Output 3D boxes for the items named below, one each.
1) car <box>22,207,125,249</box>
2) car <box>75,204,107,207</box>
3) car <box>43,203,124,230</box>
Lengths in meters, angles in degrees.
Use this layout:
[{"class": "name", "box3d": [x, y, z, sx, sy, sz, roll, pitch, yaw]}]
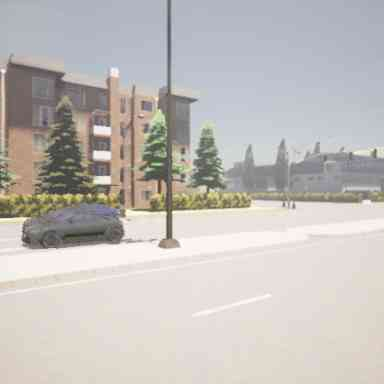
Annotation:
[{"class": "car", "box3d": [-5.057, 1.558, 14.509, 4.181, 1.385, 1.994, 0, 0, -35]}, {"class": "car", "box3d": [-6.651, 1.556, 17.671, 4.181, 1.385, 1.994, 0, 0, -35]}, {"class": "car", "box3d": [-7.025, 1.517, 21.692, 4.674, 1.442, 1.812, 0, 0, -36]}]
